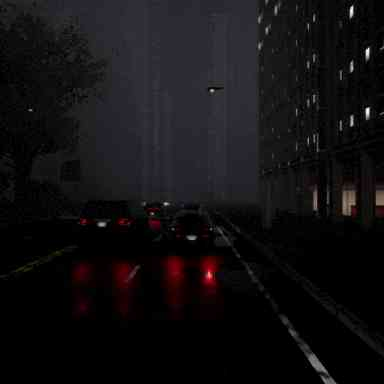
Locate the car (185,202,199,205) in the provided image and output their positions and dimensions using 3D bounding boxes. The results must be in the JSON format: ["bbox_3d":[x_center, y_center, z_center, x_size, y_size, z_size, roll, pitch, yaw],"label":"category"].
[{"bbox_3d":[0.000,1.589,29.650,1.994,1.385,4.181,0,0,0],"label":"car"}]

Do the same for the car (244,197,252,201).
[{"bbox_3d":[17.088,1.844,93.933,4.829,1.417,1.752,0,0,2],"label":"car"}]

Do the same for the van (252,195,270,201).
[{"bbox_3d":[18.359,1.625,85.761,3.998,1.788,1.690,0,0,2],"label":"van"}]

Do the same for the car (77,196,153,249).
[{"bbox_3d":[-3.250,1.259,14.680,2.150,2.045,5.566,0,0,0],"label":"car"}]

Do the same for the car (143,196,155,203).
[{"bbox_3d":[-9.750,1.703,75.728,1.994,1.385,4.181,0,0,0],"label":"car"}]

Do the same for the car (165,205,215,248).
[{"bbox_3d":[0.000,1.534,14.649,1.812,1.442,4.674,0,0,0],"label":"car"}]

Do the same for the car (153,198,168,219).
[{"bbox_3d":[-3.250,1.533,29.650,1.837,1.490,4.892,0,0,0],"label":"car"}]
